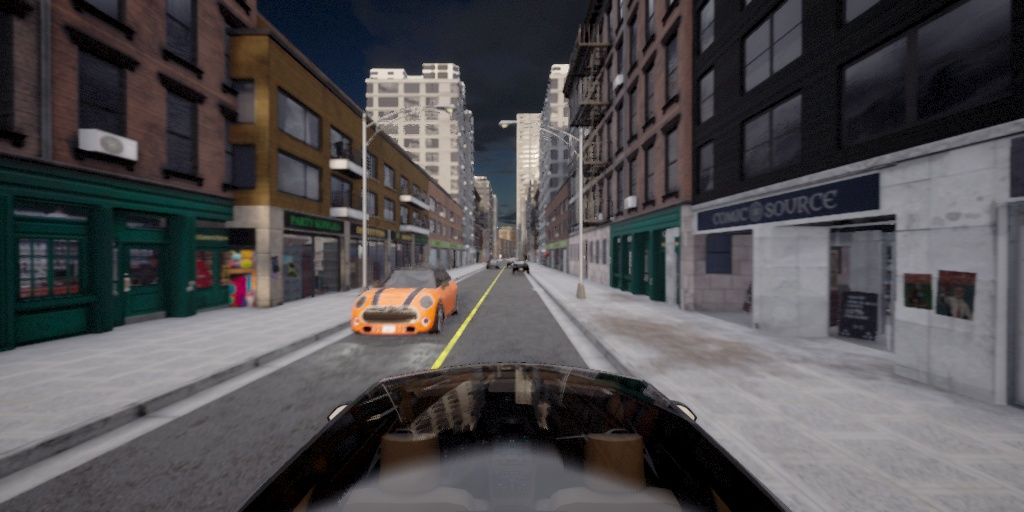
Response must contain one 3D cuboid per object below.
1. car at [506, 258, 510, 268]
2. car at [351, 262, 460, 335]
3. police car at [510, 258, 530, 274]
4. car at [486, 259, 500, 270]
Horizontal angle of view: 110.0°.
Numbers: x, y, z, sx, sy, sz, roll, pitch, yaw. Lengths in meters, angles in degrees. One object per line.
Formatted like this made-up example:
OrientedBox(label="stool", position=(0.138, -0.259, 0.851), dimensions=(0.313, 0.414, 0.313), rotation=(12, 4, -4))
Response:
OrientedBox(label="car", position=(0.020, 1.255, 59.779), dimensions=(1.882, 1.535, 5.008), rotation=(0, 0, 0))
OrientedBox(label="car", position=(-2.847, 1.101, 10.519), dimensions=(2.097, 1.767, 4.553), rotation=(0, 0, 0))
OrientedBox(label="police car", position=(0.975, 1.183, 40.506), dimensions=(1.930, 1.638, 5.238), rotation=(0, 0, 0))
OrientedBox(label="car", position=(-2.798, 1.245, 52.722), dimensions=(1.882, 1.535, 5.008), rotation=(0, 0, 0))
